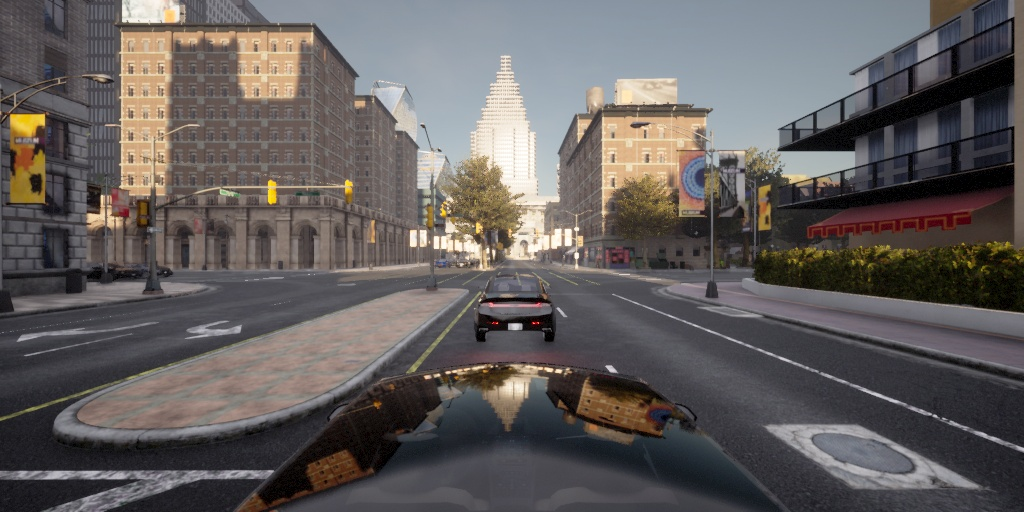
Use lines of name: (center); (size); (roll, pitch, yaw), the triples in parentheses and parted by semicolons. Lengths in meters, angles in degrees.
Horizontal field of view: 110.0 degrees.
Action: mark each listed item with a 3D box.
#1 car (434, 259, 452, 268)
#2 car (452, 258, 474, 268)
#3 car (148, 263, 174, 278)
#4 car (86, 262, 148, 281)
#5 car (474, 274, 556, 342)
car: (-11.550, 1.227, 60.028); (1.882, 1.535, 5.008); (0, 0, 0)
car: (-8.053, 1.241, 59.613); (2.128, 1.511, 4.902); (0, 0, 0)
car: (-33.633, 1.313, 32.712); (4.181, 1.385, 1.994); (0, 0, -1)
car: (-33.342, 1.228, 29.219); (5.008, 1.535, 1.882); (1, 0, 0)
car: (0.080, 1.242, 9.796); (2.128, 1.511, 4.902); (0, 0, 0)
